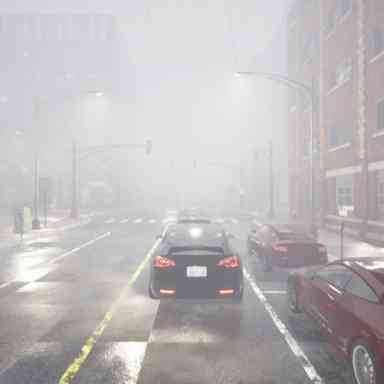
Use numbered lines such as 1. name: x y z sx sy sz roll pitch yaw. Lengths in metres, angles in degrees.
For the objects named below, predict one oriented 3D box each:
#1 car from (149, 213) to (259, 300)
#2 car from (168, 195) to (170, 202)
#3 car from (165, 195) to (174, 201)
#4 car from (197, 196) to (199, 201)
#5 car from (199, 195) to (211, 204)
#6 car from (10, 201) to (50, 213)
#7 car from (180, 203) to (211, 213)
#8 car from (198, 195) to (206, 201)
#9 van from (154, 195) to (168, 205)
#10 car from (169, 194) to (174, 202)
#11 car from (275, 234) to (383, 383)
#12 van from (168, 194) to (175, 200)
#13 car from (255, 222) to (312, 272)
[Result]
1. car: 0.085 1.505 8.449 2.163 1.488 4.792 0 0 0
2. car: -5.799 1.594 65.336 1.802 1.307 4.206 1 0 0
3. car: -5.839 1.571 87.945 2.008 1.369 4.403 1 0 0
4. car: 2.551 1.562 82.270 1.887 1.381 4.507 1 0 0
5. car: 2.592 1.536 59.830 1.752 1.417 4.829 1 0 0
6. car: -18.782 1.725 38.750 4.313 1.339 1.947 0 -1 0
7. car: 0.069 1.550 17.721 2.033 1.411 5.357 0 0 -1
8. car: 2.540 1.586 87.921 1.947 1.339 4.313 1 0 0
9. van: -5.785 1.352 59.684 1.690 1.788 3.998 1 0 0
10. car: -5.819 1.597 76.640 1.802 1.307 4.206 1 0 0
11. car: 2.659 1.583 4.751 1.802 1.307 4.206 1 0 0
12. van: -5.846 1.364 93.598 1.690 1.788 3.998 1 0 0
13. car: 2.818 1.584 10.407 1.802 1.307 4.206 1 0 0
